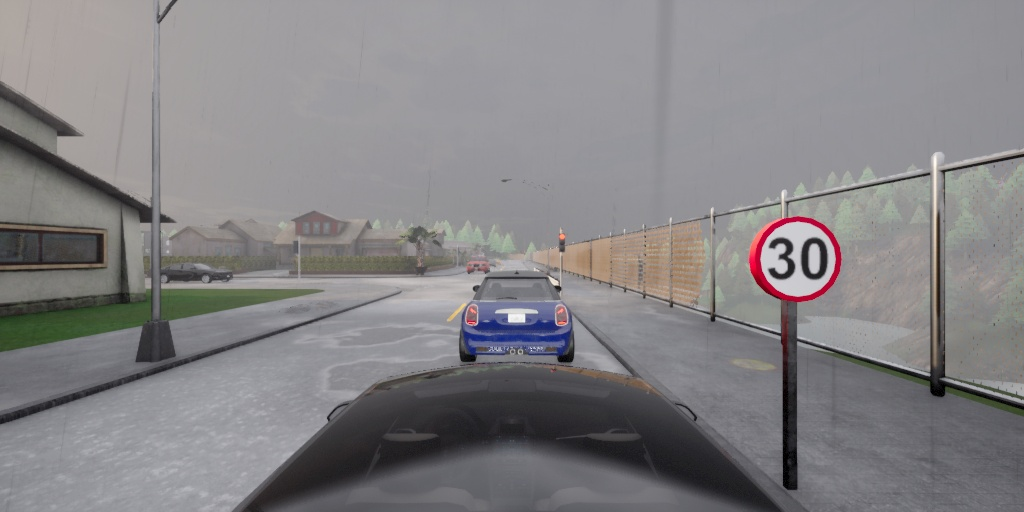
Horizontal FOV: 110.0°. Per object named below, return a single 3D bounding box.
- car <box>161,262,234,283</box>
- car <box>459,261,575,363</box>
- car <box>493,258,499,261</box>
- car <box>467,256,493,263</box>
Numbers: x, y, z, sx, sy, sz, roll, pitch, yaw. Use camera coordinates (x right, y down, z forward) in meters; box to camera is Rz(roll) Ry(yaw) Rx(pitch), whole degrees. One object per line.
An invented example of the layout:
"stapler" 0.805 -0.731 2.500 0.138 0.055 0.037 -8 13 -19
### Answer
"car" -23.612 1.228 26.708 5.008 1.535 1.882 0 0 1
"car" 0.117 1.102 8.357 2.097 1.767 4.553 0 0 1
"car" -3.566 1.254 59.268 1.837 1.490 4.892 0 0 1
"car" -3.753 0.971 40.458 2.150 2.045 5.566 0 0 1
